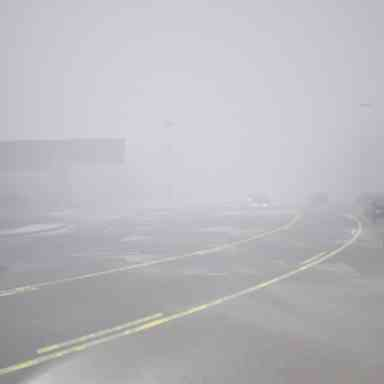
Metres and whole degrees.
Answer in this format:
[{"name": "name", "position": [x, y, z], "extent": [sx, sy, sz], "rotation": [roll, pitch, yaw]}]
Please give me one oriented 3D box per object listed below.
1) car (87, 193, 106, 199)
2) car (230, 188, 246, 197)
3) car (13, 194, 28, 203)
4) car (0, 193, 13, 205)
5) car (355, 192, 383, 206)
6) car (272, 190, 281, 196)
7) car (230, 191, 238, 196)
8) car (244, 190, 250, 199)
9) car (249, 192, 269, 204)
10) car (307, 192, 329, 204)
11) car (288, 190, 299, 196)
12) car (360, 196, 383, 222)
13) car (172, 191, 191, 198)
[{"name": "car", "position": [-23.960, 1.017, 83.177], "extent": [4.674, 1.442, 1.812], "rotation": [-1, 1, 7]}, {"name": "car", "position": [11.577, 0.407, 76.940], "extent": [5.008, 1.535, 1.882], "rotation": [-2, 1, -38]}, {"name": "car", "position": [-31.641, 1.195, 59.210], "extent": [4.611, 1.667, 2.242], "rotation": [-1, 1, 7]}, {"name": "car", "position": [-31.564, 1.419, 53.418], "extent": [3.806, 1.475, 1.970], "rotation": [-1, 1, 7]}, {"name": "car", "position": [18.671, 0.755, 34.731], "extent": [1.882, 1.535, 5.008], "rotation": [-1, 1, 8]}, {"name": "car", "position": [21.054, 0.218, 82.862], "extent": [2.128, 1.511, 4.902], "rotation": [-1, 1, 7]}, {"name": "car", "position": [11.133, 0.350, 88.184], "extent": [2.033, 1.411, 5.357], "rotation": [-1, 1, 7]}, {"name": "car", "position": [11.645, 0.637, 63.987], "extent": [1.994, 1.385, 4.181], "rotation": [-1, 1, 8]}, {"name": "car", "position": [9.336, 0.884, 45.787], "extent": [1.994, 1.385, 4.181], "rotation": [-1, 1, 7]}, {"name": "car", "position": [16.214, 0.735, 43.032], "extent": [1.837, 1.490, 4.892], "rotation": [-1, 1, 7]}, {"name": "car", "position": [24.072, 0.210, 78.738], "extent": [1.812, 1.442, 4.674], "rotation": [-1, 1, 7]}, {"name": "car", "position": [12.321, 1.142, 21.405], "extent": [1.895, 1.301, 4.718], "rotation": [-1, 1, 21]}, {"name": "car", "position": [-2.540, 0.495, 80.607], "extent": [4.553, 1.767, 2.097], "rotation": [-1, 1, 7]}]
